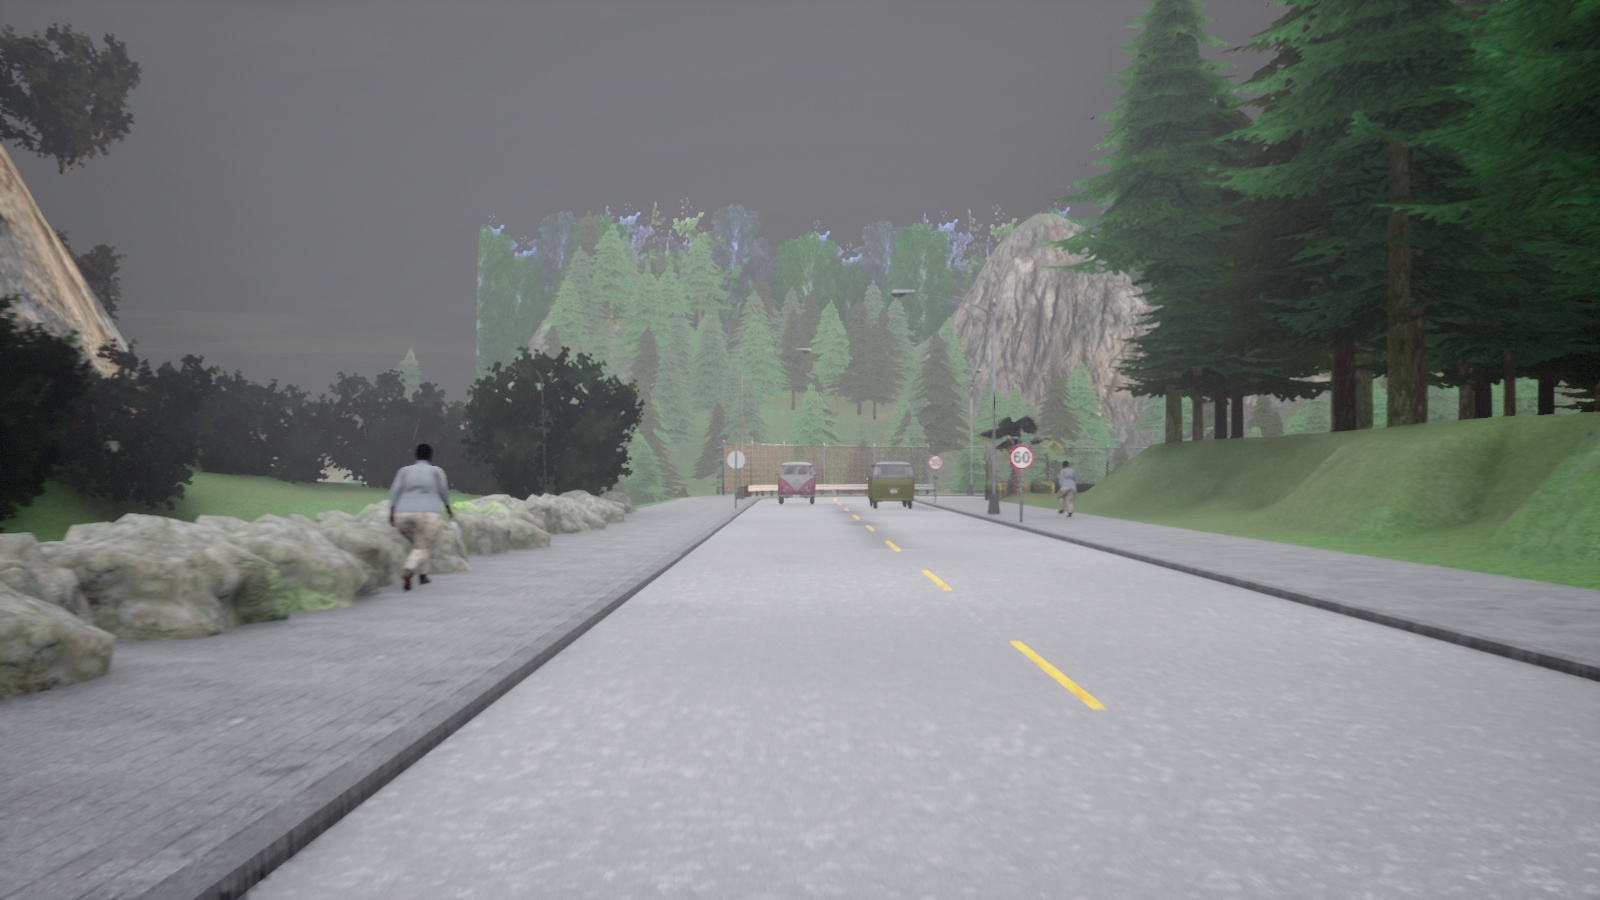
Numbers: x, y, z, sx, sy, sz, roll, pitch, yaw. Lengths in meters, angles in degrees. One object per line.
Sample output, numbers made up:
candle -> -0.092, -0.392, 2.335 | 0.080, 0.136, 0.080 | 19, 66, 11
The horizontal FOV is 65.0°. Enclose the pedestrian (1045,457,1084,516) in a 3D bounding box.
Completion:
pedestrian -> 8.532, 1.166, 40.535 | 0.874, 1.855, 0.900 | 0, -1, -18

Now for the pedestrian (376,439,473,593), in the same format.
pedestrian -> -4.642, 0.803, 15.571 | 0.874, 1.855, 0.900 | 0, -1, 6

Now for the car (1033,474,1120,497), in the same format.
car -> 16.242, 2.081, 73.867 | 4.718, 1.301, 1.895 | 0, -1, 0

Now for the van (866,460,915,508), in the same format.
van -> 3.874, 1.454, 54.184 | 1.775, 1.987, 4.442 | 0, -1, 0

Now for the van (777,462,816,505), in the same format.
van -> -0.141, 1.566, 59.881 | 1.775, 1.987, 4.442 | 0, -1, 0
